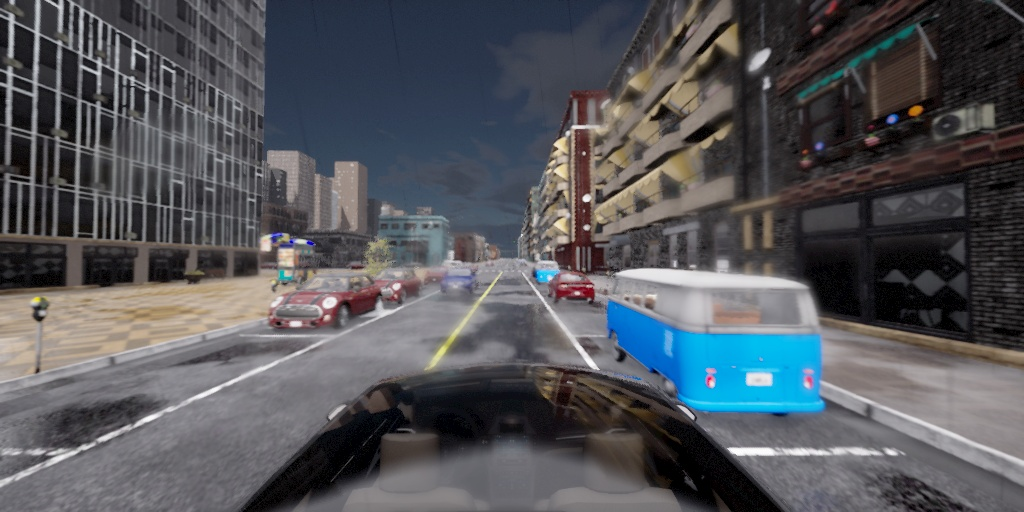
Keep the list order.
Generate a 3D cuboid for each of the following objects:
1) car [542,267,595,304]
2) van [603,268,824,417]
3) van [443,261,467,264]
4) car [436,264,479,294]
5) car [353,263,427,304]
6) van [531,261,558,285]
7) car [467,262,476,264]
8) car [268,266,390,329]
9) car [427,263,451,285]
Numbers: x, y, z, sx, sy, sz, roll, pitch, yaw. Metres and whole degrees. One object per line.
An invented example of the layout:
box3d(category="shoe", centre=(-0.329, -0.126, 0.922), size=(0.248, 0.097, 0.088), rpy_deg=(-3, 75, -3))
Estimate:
box3d(category="car", centre=(2.693, 1.421, 17.054), size=(1.888, 1.381, 4.507), rpy_deg=(0, 0, 0))
box3d(category="van", centre=(2.692, 1.125, 5.760), size=(1.690, 1.789, 3.998), rpy_deg=(0, 0, 0))
box3d(category="van", centre=(-5.654, 1.347, 33.958), size=(1.690, 1.789, 3.998), rpy_deg=(0, 0, 0))
box3d(category="car", centre=(-3.098, 1.440, 21.913), size=(1.812, 1.442, 4.674), rpy_deg=(0, 0, 0))
box3d(category="car", centre=(-5.655, 1.315, 17.022), size=(1.967, 1.591, 4.097), rpy_deg=(0, 0, 0))
box3d(category="van", centre=(2.694, 1.305, 28.345), size=(1.690, 1.789, 3.998), rpy_deg=(0, 0, 0))
box3d(category="car", centre=(-5.653, 1.530, 45.250), size=(1.967, 1.591, 4.097), rpy_deg=(0, 0, 0))
box3d(category="car", centre=(-5.662, 1.270, 11.375), size=(1.967, 1.591, 4.097), rpy_deg=(0, 0, 0))
box3d(category="car", centre=(-5.654, 1.509, 28.313), size=(1.888, 1.381, 4.507), rpy_deg=(0, 0, 0))
